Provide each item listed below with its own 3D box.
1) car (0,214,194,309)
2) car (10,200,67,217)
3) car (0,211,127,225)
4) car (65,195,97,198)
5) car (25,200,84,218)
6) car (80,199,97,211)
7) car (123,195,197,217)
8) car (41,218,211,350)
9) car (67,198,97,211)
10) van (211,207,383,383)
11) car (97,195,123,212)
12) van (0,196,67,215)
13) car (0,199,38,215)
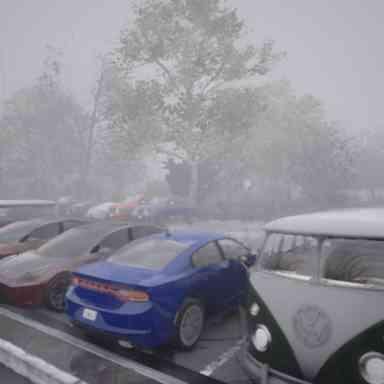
[{"bbox_3d":[-2.237,1.518,8.059,2.163,1.488,4.792,0,0,35],"label":"car"},{"bbox_3d":[-15.331,1.598,33.411,2.163,1.488,4.792,0,0,35],"label":"car"},{"bbox_3d":[-4.522,1.523,9.683,2.163,1.488,4.792,0,0,35],"label":"car"},{"bbox_3d":[-10.793,1.290,30.187,2.435,2.045,5.566,0,0,35],"label":"car"},{"bbox_3d":[-13.027,1.584,31.845,2.163,1.488,4.792,0,0,35],"label":"car"},{"bbox_3d":[-6.337,1.561,27.052,2.002,1.452,4.674,0,0,35],"label":"car"},{"bbox_3d":[-1.812,1.256,23.805,2.435,2.045,5.566,0,0,35],"label":"car"},{"bbox_3d":[0.062,1.482,6.454,2.097,1.535,5.008,0,0,35],"label":"car"},{"bbox_3d":[-8.507,1.531,28.591,2.097,1.535,5.008,0,0,35],"label":"car"},{"bbox_3d":[2.282,1.250,4.740,1.878,1.987,4.442,0,0,35],"label":"van"},{"bbox_3d":[-3.983,1.262,25.346,2.435,2.045,5.566,0,0,35],"label":"car"},{"bbox_3d":[-6.858,1.274,11.236,1.878,1.987,4.442,0,0,35],"label":"van"},{"bbox_3d":[-19.962,1.595,36.512,1.946,1.575,5.366,0,0,35],"label":"car"}]
